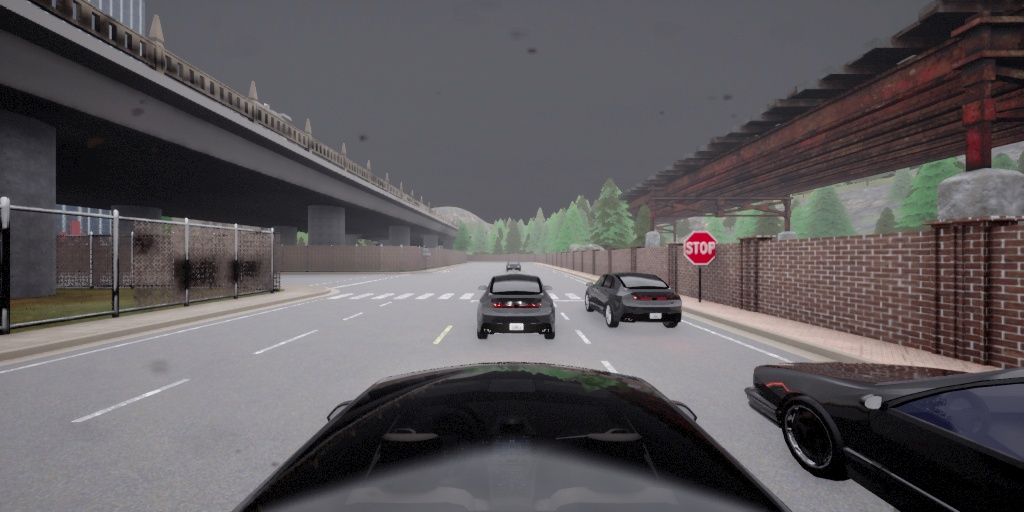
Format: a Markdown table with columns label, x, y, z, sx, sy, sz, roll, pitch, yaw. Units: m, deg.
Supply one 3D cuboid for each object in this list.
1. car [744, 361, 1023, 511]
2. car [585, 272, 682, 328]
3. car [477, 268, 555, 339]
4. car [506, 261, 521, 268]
| label | x | y | z | sx | sy | sz | roll | pitch | yaw |
| --- | --- | --- | --- | --- | --- | --- | --- | --- | --- |
| car | 3.600 | 1.297 | 1.647 | 2.033 | 1.411 | 5.357 | 0 | 0 | 0 |
| car | 3.600 | 1.255 | 11.393 | 1.837 | 1.490 | 4.892 | 0 | 0 | 0 |
| car | 0.099 | 1.255 | 10.034 | 1.837 | 1.490 | 4.892 | 0 | 0 | 0 |
| car | 0.184 | 1.351 | 46.316 | 1.895 | 1.301 | 4.718 | 0 | 0 | -1 |
